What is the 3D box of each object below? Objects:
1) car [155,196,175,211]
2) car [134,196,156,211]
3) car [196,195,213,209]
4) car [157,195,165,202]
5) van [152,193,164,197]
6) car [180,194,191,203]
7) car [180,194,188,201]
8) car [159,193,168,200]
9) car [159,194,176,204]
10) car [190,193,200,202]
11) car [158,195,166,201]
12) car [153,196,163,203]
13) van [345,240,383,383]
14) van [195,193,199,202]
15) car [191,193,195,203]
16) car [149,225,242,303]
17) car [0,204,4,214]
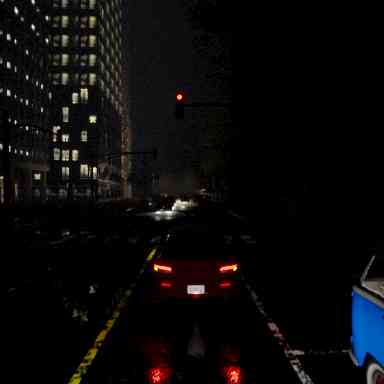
[{"bbox_3d":[-3.415,1.545,40.418,1.994,1.385,4.181,0,0,-3],"label":"car"},{"bbox_3d":[-5.840,1.533,39.755,2.008,1.369,4.403,0,0,-1],"label":"car"},{"bbox_3d":[1.890,1.503,45.847,1.752,1.417,4.829,0,0,-2],"label":"car"},{"bbox_3d":[-7.292,1.490,78.556,1.887,1.381,4.507,0,0,-2],"label":"car"},{"bbox_3d":[-6.637,1.305,61.926,1.690,1.788,3.998,0,0,-2],"label":"van"},{"bbox_3d":[-1.495,1.542,70.602,1.895,1.301,4.718,0,0,-2],"label":"car"},{"bbox_3d":[-1.916,1.252,80.577,1.882,1.535,5.008,0,0,-3],"label":"car"},{"bbox_3d":[-8.094,1.238,95.181,2.192,1.841,5.009,0,0,-3],"label":"car"},{"bbox_3d":[-3.659,1.479,50.453,1.837,1.490,4.892,0,0,-1],"label":"car"},{"bbox_3d":[0.724,1.259,78.931,2.192,1.841,5.009,0,0,-3],"label":"car"},{"bbox_3d":[-7.544,1.520,84.100,1.802,1.307,4.206,0,0,-3],"label":"car"},{"bbox_3d":[-6.839,1.502,67.469,1.887,1.381,4.507,0,0,-2],"label":"car"},{"bbox_3d":[2.558,1.341,2.132,1.690,1.788,3.998,0,0,0],"label":"van"},{"bbox_3d":[1.738,1.314,51.219,1.690,1.788,3.998,0,0,-2],"label":"van"},{"bbox_3d":[1.171,1.482,68.013,1.752,1.417,4.829,0,0,-2],"label":"car"},{"bbox_3d":[0.052,1.524,8.067,1.812,1.442,4.674,0,0,0],"label":"car"},{"bbox_3d":[-18.226,1.373,28.493,4.206,1.307,1.802,1,0,3],"label":"car"}]
